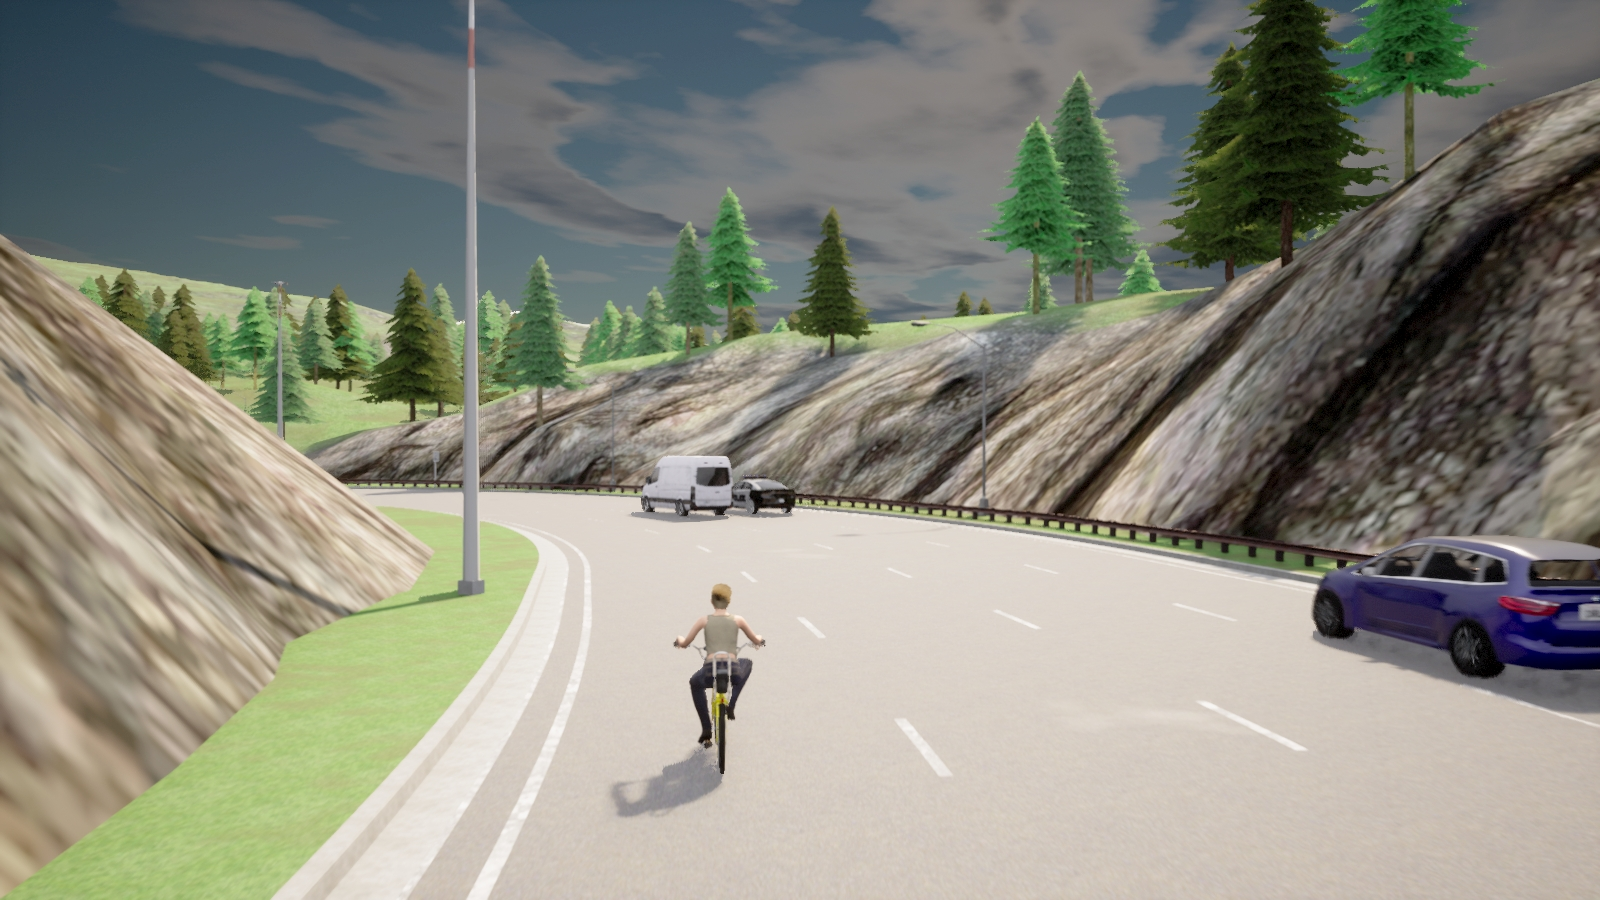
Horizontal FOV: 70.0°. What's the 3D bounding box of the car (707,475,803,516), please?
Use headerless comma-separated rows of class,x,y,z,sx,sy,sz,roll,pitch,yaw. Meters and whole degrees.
car,-2.092,1.983,51.291,2.097,1.638,5.238,0,0,-30

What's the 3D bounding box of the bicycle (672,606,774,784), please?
bicycle,-0.722,2.158,10.353,0.859,1.276,1.487,0,0,-6

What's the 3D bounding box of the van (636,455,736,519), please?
van,-5.058,1.535,49.838,1.988,2.561,5.915,1,0,-30

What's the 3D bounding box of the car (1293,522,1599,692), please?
car,9.093,1.967,15.646,2.242,1.667,4.611,0,0,-8
